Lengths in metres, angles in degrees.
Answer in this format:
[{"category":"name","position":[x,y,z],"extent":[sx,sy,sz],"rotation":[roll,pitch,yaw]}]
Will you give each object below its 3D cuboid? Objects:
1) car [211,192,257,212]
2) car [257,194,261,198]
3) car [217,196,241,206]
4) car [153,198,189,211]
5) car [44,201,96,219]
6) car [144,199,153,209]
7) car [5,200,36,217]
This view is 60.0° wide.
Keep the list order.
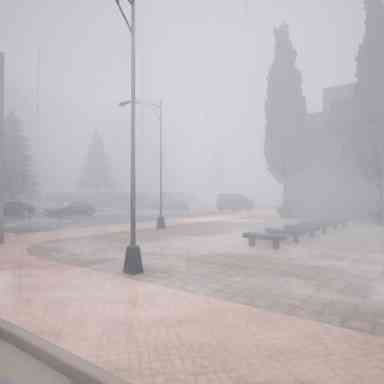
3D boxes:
[{"category":"car","position":[4.981,1.218,38.437],"extent":[2.150,2.045,5.566],"rotation":[0,0,38]},{"category":"car","position":[9.170,1.560,55.491],"extent":[1.837,1.490,4.892],"rotation":[0,0,38]},{"category":"car","position":[6.398,1.495,57.629],"extent":[1.837,1.490,4.892],"rotation":[0,0,38]},{"category":"car","position":[-2.258,1.559,40.830],"extent":[1.994,1.385,4.181],"rotation":[0,0,38]},{"category":"car","position":[-10.781,1.521,29.754],"extent":[1.812,1.442,4.674],"rotation":[0,0,37]},{"category":"car","position":[-4.254,1.486,43.972],"extent":[2.128,1.511,4.902],"rotation":[0,0,38]},{"category":"car","position":[-16.124,1.498,28.660],"extent":[1.837,1.490,4.892],"rotation":[0,1,39]}]
